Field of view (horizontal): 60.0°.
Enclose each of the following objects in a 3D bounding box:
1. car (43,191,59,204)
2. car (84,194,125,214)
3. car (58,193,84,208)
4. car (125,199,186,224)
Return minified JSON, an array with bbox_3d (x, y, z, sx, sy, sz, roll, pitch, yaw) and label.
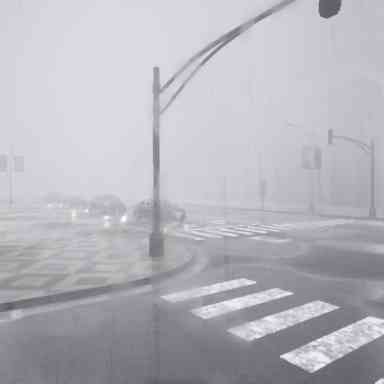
[{"bbox_3d":[-18.970,0.687,45.598,2.097,1.767,4.553,0,1,-35],"label":"car"},{"bbox_3d":[-7.609,0.972,29.743,2.097,1.767,4.553,0,1,-36],"label":"car"},{"bbox_3d":[-13.348,1.079,37.732,1.895,1.301,4.718,0,1,-36],"label":"car"},{"bbox_3d":[-2.282,1.240,22.339,2.128,1.511,4.902,0,1,-36],"label":"car"}]
